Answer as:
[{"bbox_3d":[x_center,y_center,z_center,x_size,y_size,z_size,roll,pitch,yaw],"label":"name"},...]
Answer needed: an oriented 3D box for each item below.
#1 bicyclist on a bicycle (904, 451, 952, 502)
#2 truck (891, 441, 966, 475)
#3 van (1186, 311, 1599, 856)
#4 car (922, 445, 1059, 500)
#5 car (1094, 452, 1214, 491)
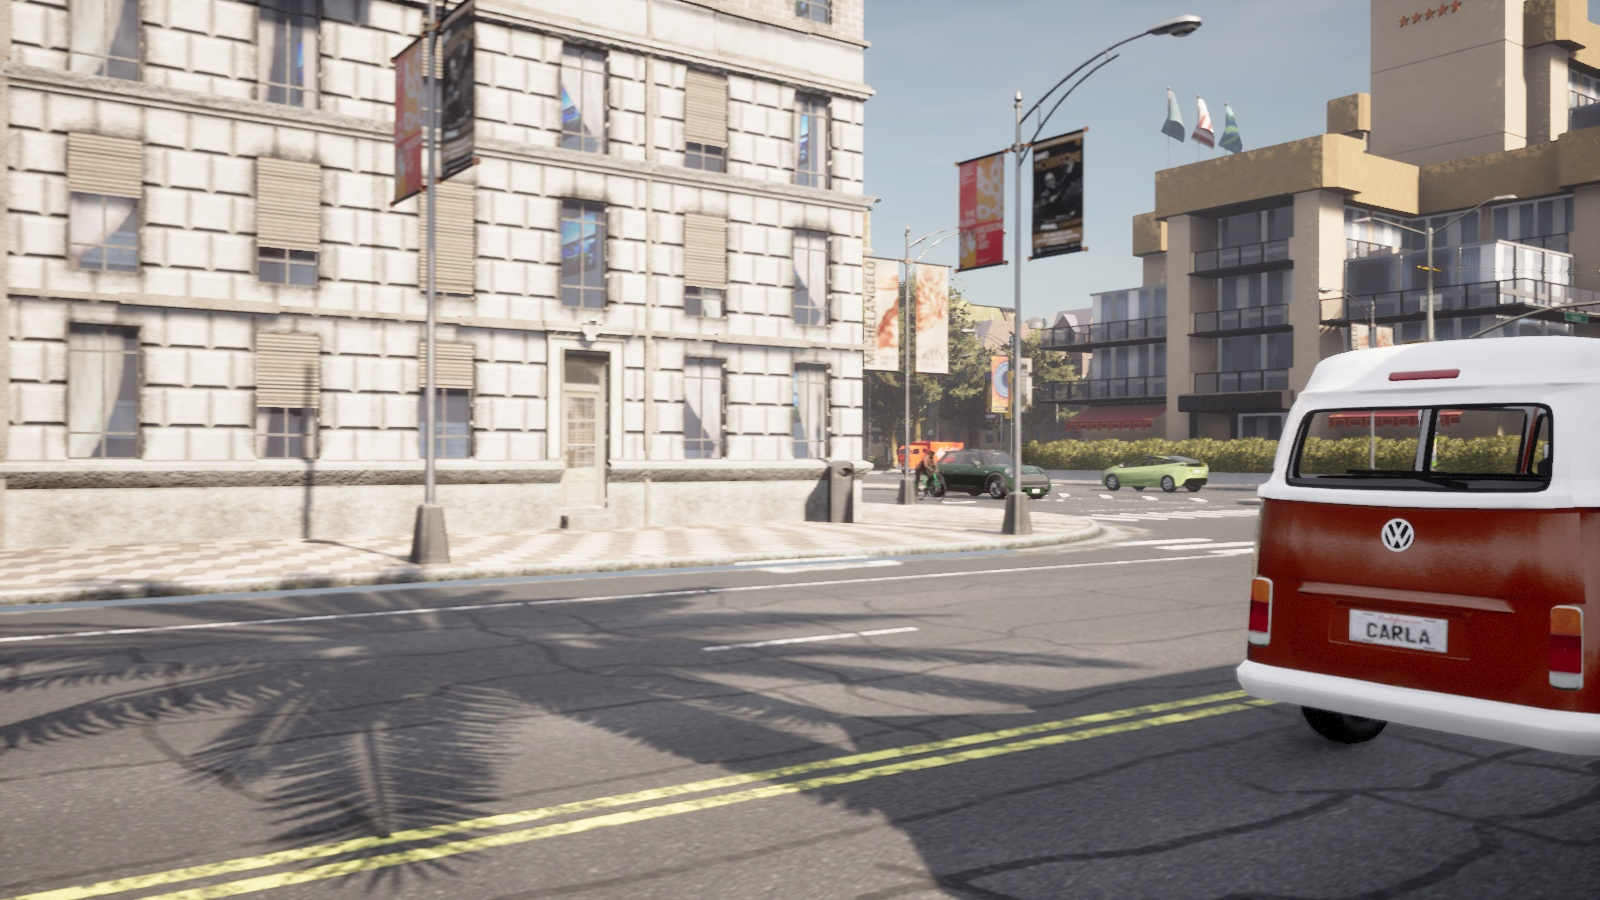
[{"bbox_3d":[4.120,0.832,40.570,0.582,1.620,1.656,0,0,-35],"label":"bicyclist on a bicycle"},{"bbox_3d":[9.673,0.572,94.662,5.204,2.467,2.627,0,0,-36],"label":"truck"},{"bbox_3d":[4.338,0.490,6.655,4.480,2.038,2.069,0,0,-35],"label":"van"},{"bbox_3d":[6.484,0.745,43.286,2.097,1.767,4.553,0,0,-35],"label":"car"},{"bbox_3d":[14.552,0.856,51.788,2.007,1.525,4.514,0,0,-35],"label":"car"}]
